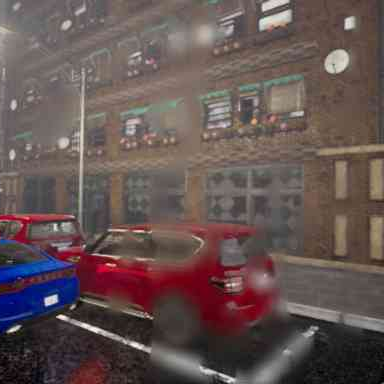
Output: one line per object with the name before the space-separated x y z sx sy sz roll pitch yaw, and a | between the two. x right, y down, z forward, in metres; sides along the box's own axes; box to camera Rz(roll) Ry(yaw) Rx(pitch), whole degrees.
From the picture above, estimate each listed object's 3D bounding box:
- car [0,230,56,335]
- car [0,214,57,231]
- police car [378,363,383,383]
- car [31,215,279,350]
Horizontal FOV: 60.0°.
car | -4.547 1.645 6.533 5.008 1.535 1.882 0 -2 25
car | -5.243 1.575 9.962 5.009 1.841 2.192 -1 -1 37
police car | 3.579 1.486 1.225 5.238 1.638 1.930 -1 -2 37
car | -0.795 1.506 6.645 5.009 1.841 2.192 -1 -1 37
